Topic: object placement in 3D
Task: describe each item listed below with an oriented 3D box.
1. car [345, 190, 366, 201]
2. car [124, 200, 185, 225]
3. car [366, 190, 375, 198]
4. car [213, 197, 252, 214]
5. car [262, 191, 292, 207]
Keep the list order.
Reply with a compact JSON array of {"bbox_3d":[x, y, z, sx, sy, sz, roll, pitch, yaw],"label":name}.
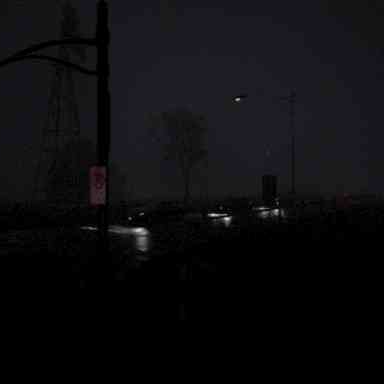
[{"bbox_3d":[24.764,0.555,50.942,1.812,1.442,4.674,1,2,38],"label":"car"},{"bbox_3d":[-2.372,1.298,22.188,1.812,1.442,4.674,1,2,38],"label":"car"},{"bbox_3d":[30.931,0.399,58.850,1.994,1.385,4.181,1,1,38],"label":"car"},{"bbox_3d":[3.693,1.140,29.957,1.994,1.385,4.181,1,2,38],"label":"car"},{"bbox_3d":[9.747,0.735,37.701,2.097,1.767,4.553,1,2,38],"label":"car"}]
